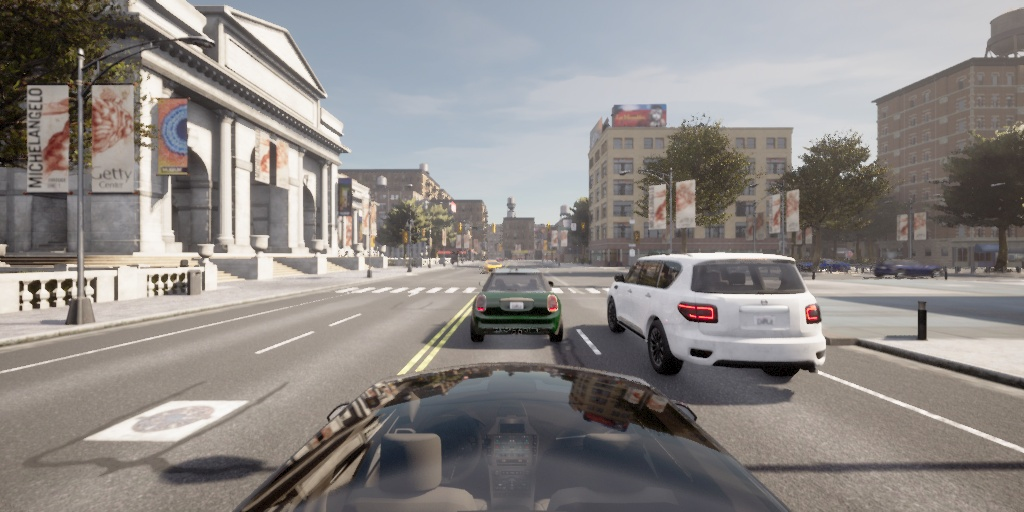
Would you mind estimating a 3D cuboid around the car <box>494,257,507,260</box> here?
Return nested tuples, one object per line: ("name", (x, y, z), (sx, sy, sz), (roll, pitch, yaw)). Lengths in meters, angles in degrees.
("car", (-2.349, 1.270, 41.342), (1.882, 1.535, 5.008), (-1, 1, -13))

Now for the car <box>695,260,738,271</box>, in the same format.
("car", (26.859, 1.265, 47.171), (4.674, 1.442, 1.812), (0, 0, 0))

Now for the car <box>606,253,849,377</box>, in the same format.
("car", (3.576, 0.970, 7.578), (2.150, 2.045, 5.566), (0, 0, 3))

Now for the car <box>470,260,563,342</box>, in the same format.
("car", (0.128, 1.100, 9.921), (2.097, 1.767, 4.553), (0, 0, 1))

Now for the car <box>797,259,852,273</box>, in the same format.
("car", (37.957, 1.218, 43.579), (5.008, 1.535, 1.882), (-1, 0, 1))

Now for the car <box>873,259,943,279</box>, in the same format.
("car", (35.519, 1.092, 32.210), (4.553, 1.767, 2.097), (0, 0, 1))

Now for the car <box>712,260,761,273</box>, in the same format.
("car", (27.274, 1.244, 43.666), (4.892, 1.490, 1.837), (0, 0, 1))
